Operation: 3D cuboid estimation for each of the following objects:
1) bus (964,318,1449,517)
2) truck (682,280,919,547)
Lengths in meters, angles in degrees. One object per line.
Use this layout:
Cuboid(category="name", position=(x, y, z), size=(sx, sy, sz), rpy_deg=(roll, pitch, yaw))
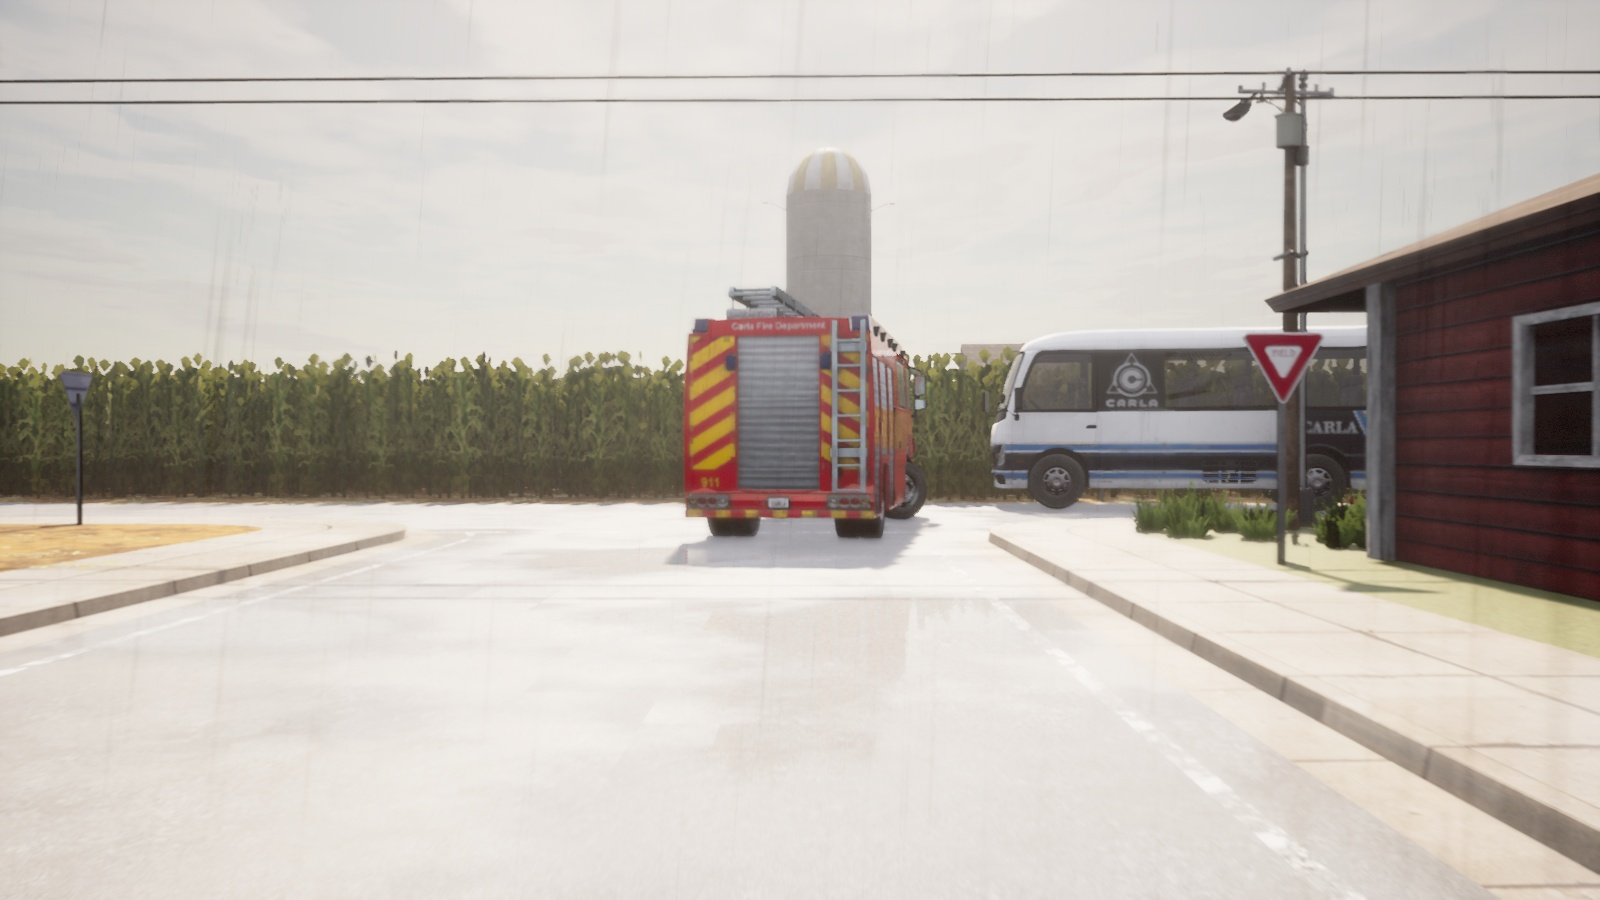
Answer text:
Cuboid(category="bus", position=(9.043, -0.703, 29.472), size=(10.273, 4.253, 3.944), rpy_deg=(0, 0, 8))
Cuboid(category="truck", position=(0.382, -0.536, 22.434), size=(2.891, 3.827, 8.468), rpy_deg=(0, 0, 9))
